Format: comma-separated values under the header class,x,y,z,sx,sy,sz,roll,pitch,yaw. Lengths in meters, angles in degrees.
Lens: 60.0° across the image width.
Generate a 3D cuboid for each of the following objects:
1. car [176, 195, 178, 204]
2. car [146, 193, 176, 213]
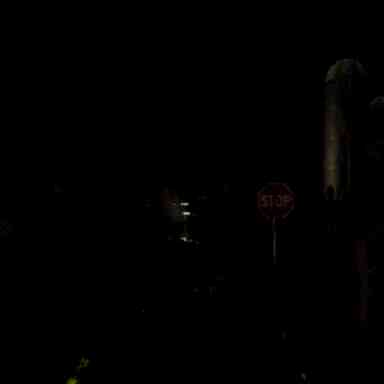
class,x,y,z,sx,sy,sz,roll,pitch,yaw
car,-2.811,0.865,45.043,2.033,1.411,5.357,0,1,0
car,-2.858,1.111,30.070,1.812,1.442,4.674,0,2,3
